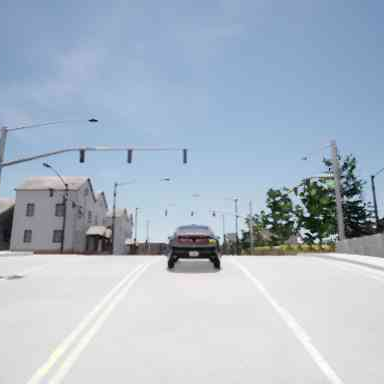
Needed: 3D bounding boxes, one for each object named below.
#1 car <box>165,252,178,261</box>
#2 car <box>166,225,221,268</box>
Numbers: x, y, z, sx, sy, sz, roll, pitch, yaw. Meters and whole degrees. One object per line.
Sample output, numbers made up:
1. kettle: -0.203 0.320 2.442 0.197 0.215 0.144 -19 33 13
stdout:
1. car: -3.543 11.295 58.049 1.812 1.442 4.674 0 -12 1
2. car: 0.071 2.086 13.100 1.837 1.490 4.892 0 -8 0
